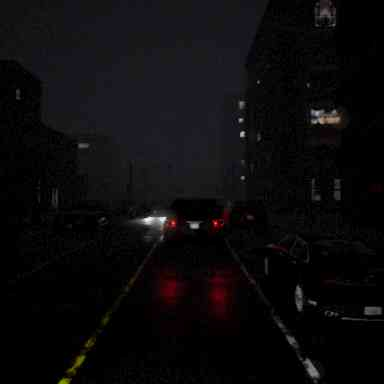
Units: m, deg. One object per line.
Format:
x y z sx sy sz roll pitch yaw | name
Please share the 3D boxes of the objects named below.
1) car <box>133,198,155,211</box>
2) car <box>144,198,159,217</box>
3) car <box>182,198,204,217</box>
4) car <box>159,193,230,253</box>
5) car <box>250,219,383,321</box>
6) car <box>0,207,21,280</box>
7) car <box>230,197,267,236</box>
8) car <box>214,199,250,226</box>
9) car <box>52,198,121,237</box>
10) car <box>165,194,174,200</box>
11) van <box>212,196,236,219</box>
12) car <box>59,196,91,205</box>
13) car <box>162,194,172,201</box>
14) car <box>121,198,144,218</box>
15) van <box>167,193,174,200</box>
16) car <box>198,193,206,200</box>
-5.668 1.433 39.591 2.008 1.369 4.403 1 0 0 | car
-3.087 1.475 30.004 1.994 1.385 4.181 0 0 0 | car
0.101 1.383 31.744 1.882 1.535 5.008 0 0 0 | car
0.095 1.184 13.569 2.150 2.045 5.566 0 1 0 | car
2.706 1.530 7.139 2.008 1.369 4.403 1 0 0 | car
-5.669 1.294 7.148 2.192 1.841 5.009 1 0 0 | car
2.712 1.262 17.953 2.192 1.841 5.009 1 0 0 | car
2.711 1.371 23.360 1.967 1.590 4.097 1 0 0 | car
-5.667 1.262 17.962 2.192 1.841 5.009 1 0 0 | car
-5.659 1.295 83.228 1.887 1.381 4.507 1 0 0 | car
2.714 1.256 28.767 1.690 1.788 3.998 1 0 0 | van
-19.288 1.449 54.848 4.507 1.381 1.887 0 0 1 | car
-5.736 1.312 77.547 1.887 1.381 4.507 1 0 0 | car
-5.667 1.355 28.777 1.967 1.590 4.097 1 0 0 | car
-5.653 1.074 88.915 1.690 1.788 3.998 1 0 0 | van
2.725 1.172 88.975 1.967 1.590 4.097 1 0 0 | car
